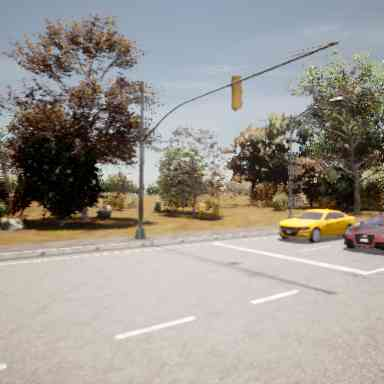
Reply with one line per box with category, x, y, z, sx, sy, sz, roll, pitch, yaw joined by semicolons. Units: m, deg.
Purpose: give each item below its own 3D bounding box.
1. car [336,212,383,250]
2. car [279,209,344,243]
car;8.355;1.734;14.246;4.181;1.385;1.994;1;0;-37
car;6.591;1.652;17.326;5.008;1.535;1.882;1;0;-37
